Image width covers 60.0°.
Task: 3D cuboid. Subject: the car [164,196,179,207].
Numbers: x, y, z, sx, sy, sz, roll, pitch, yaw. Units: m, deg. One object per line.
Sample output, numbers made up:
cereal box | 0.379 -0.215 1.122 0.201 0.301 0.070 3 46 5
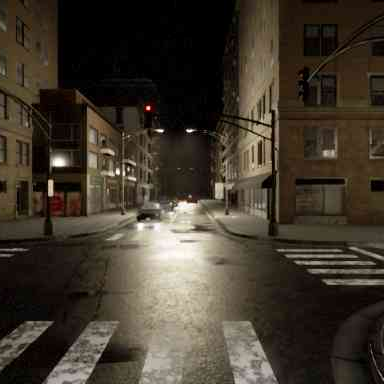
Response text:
car | -3.122 1.443 51.606 1.882 1.535 5.008 0 0 0

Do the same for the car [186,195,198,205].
car | 0.031 1.451 59.266 2.128 1.511 4.902 0 0 0

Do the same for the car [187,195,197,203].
car | 0.017 1.442 69.629 2.128 1.511 4.902 0 0 0

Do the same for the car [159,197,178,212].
car | -3.138 1.328 38.690 2.097 1.767 4.553 0 0 0

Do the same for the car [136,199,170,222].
car | -3.129 1.535 26.298 2.033 1.411 5.357 0 0 0
